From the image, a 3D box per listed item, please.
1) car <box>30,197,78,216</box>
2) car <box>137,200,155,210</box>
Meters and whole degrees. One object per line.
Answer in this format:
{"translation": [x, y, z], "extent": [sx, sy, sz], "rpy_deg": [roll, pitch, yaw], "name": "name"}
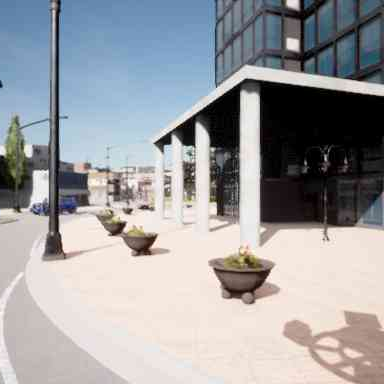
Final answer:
{"translation": [-15.778, 1.621, 38.368], "extent": [2.150, 2.045, 5.566], "rpy_deg": [0, -1, 26], "name": "car"}
{"translation": [-6.207, 2.168, 51.790], "extent": [1.895, 1.301, 4.718], "rpy_deg": [0, -1, 21], "name": "car"}
